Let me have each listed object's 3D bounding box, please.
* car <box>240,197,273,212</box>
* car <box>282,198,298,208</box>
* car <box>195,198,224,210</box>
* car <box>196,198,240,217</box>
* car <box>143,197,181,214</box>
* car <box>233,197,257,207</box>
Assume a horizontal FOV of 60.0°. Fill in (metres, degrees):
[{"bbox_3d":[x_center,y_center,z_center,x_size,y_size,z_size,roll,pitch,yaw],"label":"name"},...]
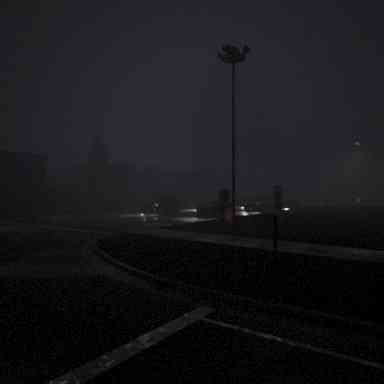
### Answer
[{"bbox_3d":[7.945,1.352,39.634,2.097,1.767,4.553,0,0,35],"label":"car"},{"bbox_3d":[13.675,1.564,47.817,1.994,1.385,4.181,0,0,35],"label":"car"},{"bbox_3d":[2.383,1.564,43.892,1.994,1.385,4.181,0,0,35],"label":"car"},{"bbox_3d":[2.317,1.478,31.581,1.882,1.535,5.008,0,0,35],"label":"car"},{"bbox_3d":[-3.230,1.352,35.858,2.097,1.767,4.553,0,0,35],"label":"car"},{"bbox_3d":[8.381,1.505,52.436,1.837,1.490,4.892,0,0,35],"label":"car"}]
